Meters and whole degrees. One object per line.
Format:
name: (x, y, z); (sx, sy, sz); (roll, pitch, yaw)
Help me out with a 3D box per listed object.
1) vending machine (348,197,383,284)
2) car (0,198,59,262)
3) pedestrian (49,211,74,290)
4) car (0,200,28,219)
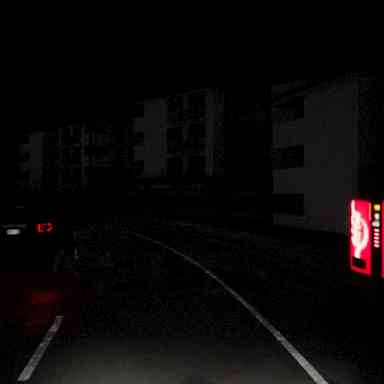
vending machine: (4.858, 1.195, 8.705); (1.100, 2.100, 0.880); (0, 0, -13)
car: (-6.014, 1.221, 11.873); (2.150, 2.045, 5.566); (0, 0, -22)
pedestrian: (-2.969, 1.294, 7.574); (0.375, 1.860, 0.375); (0, 0, -14)
car: (-16.862, 1.505, 29.944); (4.892, 1.490, 1.837); (0, 0, 39)
